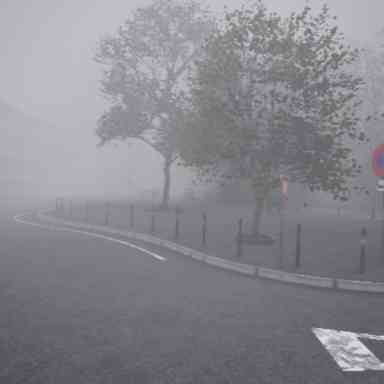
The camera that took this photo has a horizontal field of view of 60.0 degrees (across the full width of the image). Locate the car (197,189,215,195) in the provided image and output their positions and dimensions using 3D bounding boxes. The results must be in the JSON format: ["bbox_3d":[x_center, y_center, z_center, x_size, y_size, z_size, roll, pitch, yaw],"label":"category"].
[{"bbox_3d":[3.696,0.075,90.727,4.792,1.488,2.163,2,1,-2],"label":"car"}]

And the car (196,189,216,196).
[{"bbox_3d":[3.742,0.096,87.903,5.008,1.535,2.097,1,1,-2],"label":"car"}]

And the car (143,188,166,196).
[{"bbox_3d":[-8.501,-0.023,76.174,5.008,1.535,2.097,1,1,-2],"label":"car"}]

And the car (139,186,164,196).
[{"bbox_3d":[-8.359,-0.180,70.520,5.566,2.045,2.435,1,1,-2],"label":"car"}]

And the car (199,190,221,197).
[{"bbox_3d":[4.072,0.300,76.616,4.892,1.521,2.231,1,1,-2],"label":"car"}]

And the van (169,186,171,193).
[{"bbox_3d":[-8.767,-0.500,90.294,4.442,1.987,1.878,1,1,-2],"label":"van"}]

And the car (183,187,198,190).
[{"bbox_3d":[-0.525,0.097,65.491,2.150,2.045,5.566,1,1,-2],"label":"car"}]

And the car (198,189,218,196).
[{"bbox_3d":[3.900,0.200,82.259,4.892,1.521,2.231,2,1,-2],"label":"car"}]

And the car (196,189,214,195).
[{"bbox_3d":[3.590,-0.009,93.672,5.008,1.535,2.097,1,1,-2],"label":"car"}]

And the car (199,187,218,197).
[{"bbox_3d":[4.244,0.307,68.136,4.553,1.767,2.185,1,2,-2],"label":"car"}]

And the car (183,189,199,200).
[{"bbox_3d":[-0.228,0.631,55.158,1.895,1.301,4.718,1,1,-1],"label":"car"}]

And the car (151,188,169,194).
[{"bbox_3d":[-8.972,-0.289,93.120,4.674,1.452,2.002,1,1,-2],"label":"car"}]
